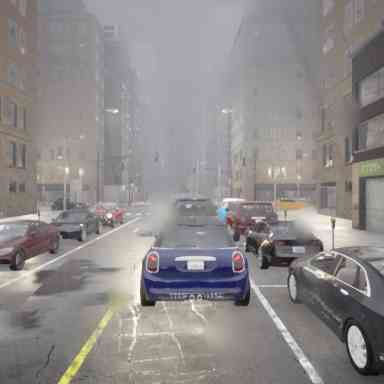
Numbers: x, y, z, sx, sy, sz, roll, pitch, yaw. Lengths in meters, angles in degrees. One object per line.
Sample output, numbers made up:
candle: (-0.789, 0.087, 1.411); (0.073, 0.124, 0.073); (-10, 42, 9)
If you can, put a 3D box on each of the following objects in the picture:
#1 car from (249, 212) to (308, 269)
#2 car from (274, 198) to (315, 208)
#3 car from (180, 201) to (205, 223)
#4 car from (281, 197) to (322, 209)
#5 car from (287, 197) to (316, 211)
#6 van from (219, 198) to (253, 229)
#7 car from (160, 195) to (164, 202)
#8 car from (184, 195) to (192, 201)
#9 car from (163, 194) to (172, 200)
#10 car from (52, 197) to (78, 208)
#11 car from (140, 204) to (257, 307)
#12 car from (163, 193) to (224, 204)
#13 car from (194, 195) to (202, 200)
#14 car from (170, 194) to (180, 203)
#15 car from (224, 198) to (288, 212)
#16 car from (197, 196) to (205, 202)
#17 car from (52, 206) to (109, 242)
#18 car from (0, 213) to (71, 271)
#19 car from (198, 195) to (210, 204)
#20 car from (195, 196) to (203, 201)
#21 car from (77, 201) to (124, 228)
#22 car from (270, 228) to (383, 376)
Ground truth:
car: (2.826, 1.566, 10.892); (1.947, 1.339, 4.313); (0, 0, 0)
car: (15.024, 1.539, 48.788); (5.357, 1.411, 2.033); (0, 0, -1)
car: (0.012, 1.525, 26.094); (1.812, 1.442, 4.674); (0, 0, -1)
car: (14.891, 1.480, 45.537); (4.902, 1.511, 2.128); (0, 0, -1)
car: (11.311, 1.459, 38.805); (5.008, 1.535, 1.882); (0, 0, -1)
van: (2.789, 1.341, 21.939); (1.690, 1.788, 3.998); (0, 0, 0)
car: (-6.453, 1.477, 76.927); (1.967, 1.590, 4.097); (0, 0, -1)
car: (-1.141, 1.613, 91.061); (1.994, 1.385, 4.181); (0, 0, -1)
car: (-6.884, 1.387, 93.887); (2.192, 1.841, 5.009); (0, 0, -1)
car: (-13.670, 1.359, 38.442); (4.553, 1.767, 2.097); (0, 0, 2)
car: (0.027, 1.352, 8.160); (2.097, 1.767, 4.553); (0, 0, -1)
car: (0.050, 1.221, 15.528); (2.150, 2.045, 5.566); (0, 0, 0)
car: (1.639, 1.617, 94.090); (1.887, 1.381, 4.507); (0, 0, -1)
car: (-3.646, 1.386, 71.401); (2.097, 1.767, 4.553); (0, 0, -1)
car: (2.808, 1.315, 16.416); (2.192, 1.841, 5.009); (0, 0, 0)
car: (2.070, 1.619, 77.134); (1.802, 1.307, 4.206); (0, 0, -1)
car: (-5.718, 1.566, 16.380); (1.947, 1.339, 4.313); (0, 0, 0)
car: (-5.700, 1.582, 10.855); (1.802, 1.307, 4.206); (0, 0, 0)
car: (2.356, 1.465, 65.828); (1.967, 1.590, 4.097); (0, 0, -1)
car: (1.783, 1.636, 88.437); (1.802, 1.307, 4.206); (0, 0, -1)
car: (-5.737, 1.440, 21.905); (1.967, 1.590, 4.097); (0, 0, 0)
car: (2.845, 1.551, 5.368); (2.008, 1.369, 4.403); (0, 0, 0)
